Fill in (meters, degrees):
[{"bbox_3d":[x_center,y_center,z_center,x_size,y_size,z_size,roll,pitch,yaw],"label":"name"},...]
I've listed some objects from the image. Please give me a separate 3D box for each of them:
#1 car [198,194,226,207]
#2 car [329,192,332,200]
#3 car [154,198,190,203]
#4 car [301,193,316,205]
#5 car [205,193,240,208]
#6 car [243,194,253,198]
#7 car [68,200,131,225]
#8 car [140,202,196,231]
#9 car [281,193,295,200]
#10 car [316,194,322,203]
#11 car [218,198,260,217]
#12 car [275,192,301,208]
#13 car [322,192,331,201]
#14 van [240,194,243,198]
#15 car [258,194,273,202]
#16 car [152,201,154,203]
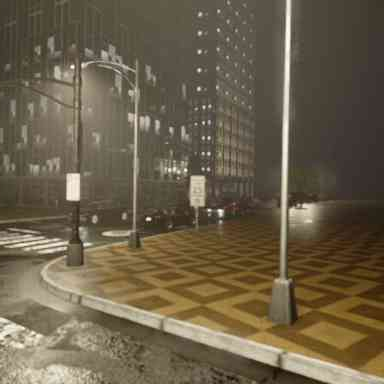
[{"bbox_3d":[2.693,1.110,43.967,1.967,1.590,4.097,2,1,30],"label":"car"},{"bbox_3d":[29.939,0.926,74.060,2.192,1.841,5.009,2,1,30],"label":"car"},{"bbox_3d":[-1.346,1.360,31.923,1.994,1.385,4.181,1,1,30],"label":"car"},{"bbox_3d":[18.637,1.268,54.683,1.752,1.417,4.829,2,1,30],"label":"car"},{"bbox_3d":[3.764,1.263,40.668,1.812,1.442,4.674,1,1,31],"label":"car"},{"bbox_3d":[8.390,1.043,53.738,1.967,1.590,4.097,2,1,30],"label":"car"},{"bbox_3d":[-6.350,1.359,23.329,1.837,1.490,4.892,1,1,30],"label":"car"},{"bbox_3d":[-1.372,1.541,20.363,1.947,1.339,4.313,2,1,30],"label":"car"},{"bbox_3d":[22.627,0.989,78.167,2.008,1.369,4.403,2,1,30],"label":"car"},{"bbox_3d":[21.398,1.150,59.416,1.967,1.590,4.097,2,1,30],"label":"car"},{"bbox_3d":[4.320,1.491,30.127,1.802,1.307,4.206,2,1,30],"label":"car"},{"bbox_3d":[12.861,1.250,44.771,1.967,1.590,4.097,2,1,30],"label":"car"},{"bbox_3d":[27.088,1.226,69.183,1.802,1.307,4.206,2,1,30],"label":"car"},{"bbox_3d":[5.543,0.978,48.850,1.690,1.788,3.998,2,1,30],"label":"van"},{"bbox_3d":[14.083,1.082,63.510,1.887,1.381,4.507,2,1,30],"label":"car"},{"bbox_3d":[-3.005,1.302,34.198,1.947,1.339,4.313,2,1,30],"label":"car"}]
